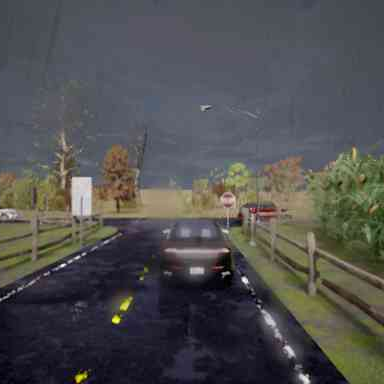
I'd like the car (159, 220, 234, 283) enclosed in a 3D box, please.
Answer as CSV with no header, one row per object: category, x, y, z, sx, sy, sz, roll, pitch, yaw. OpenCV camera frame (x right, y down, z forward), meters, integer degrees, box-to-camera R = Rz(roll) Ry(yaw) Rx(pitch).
car,0.120,1.576,9.910,2.128,1.511,4.902,0,0,0

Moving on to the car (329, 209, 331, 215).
car,15.469,1.444,30.859,5.566,2.045,2.150,0,-1,1

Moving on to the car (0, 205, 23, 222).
car,-17.006,1.787,28.431,4.674,1.442,1.812,0,-1,1

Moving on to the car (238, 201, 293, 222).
car,6.075,1.560,27.292,4.553,1.767,2.097,0,0,-28
